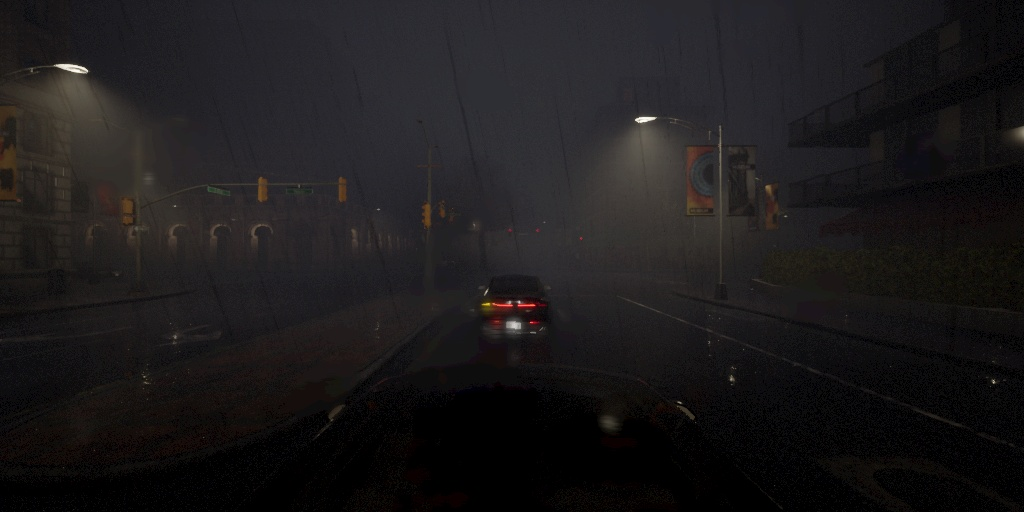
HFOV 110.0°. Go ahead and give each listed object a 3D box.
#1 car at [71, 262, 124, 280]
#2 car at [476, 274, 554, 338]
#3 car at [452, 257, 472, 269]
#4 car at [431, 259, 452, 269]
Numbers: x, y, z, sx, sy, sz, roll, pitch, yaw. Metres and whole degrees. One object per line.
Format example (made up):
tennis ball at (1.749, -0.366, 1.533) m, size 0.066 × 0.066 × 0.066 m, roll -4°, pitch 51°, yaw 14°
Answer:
car at (-33.899, 1.238, 28.542) m, size 4.902 × 1.511 × 2.128 m, roll 0°, pitch 0°, yaw 0°
car at (0.077, 1.254, 10.142) m, size 1.837 × 1.490 × 4.892 m, roll 0°, pitch 0°, yaw 0°
car at (-8.051, 1.268, 58.339) m, size 1.812 × 1.442 × 4.674 m, roll 0°, pitch 0°, yaw 0°
car at (-11.541, 1.268, 58.564) m, size 1.812 × 1.442 × 4.674 m, roll 0°, pitch 0°, yaw 0°
